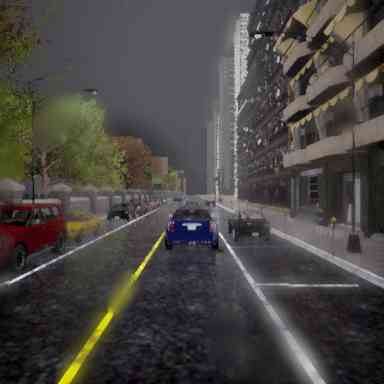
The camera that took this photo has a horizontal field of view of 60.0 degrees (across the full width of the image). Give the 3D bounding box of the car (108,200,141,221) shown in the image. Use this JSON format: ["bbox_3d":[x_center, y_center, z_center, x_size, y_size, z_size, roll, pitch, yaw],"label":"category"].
[{"bbox_3d":[-5.688,1.570,27.356,1.947,1.339,4.313,0,0,0],"label":"car"}]

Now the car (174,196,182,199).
[{"bbox_3d":[-3.001,1.589,70.700,1.895,1.301,4.718,0,0,0],"label":"car"}]

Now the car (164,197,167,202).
[{"bbox_3d":[-5.766,1.578,60.587,2.008,1.369,4.403,0,0,0],"label":"car"}]

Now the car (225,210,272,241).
[{"bbox_3d":[2.693,1.551,16.281,2.008,1.369,4.403,0,0,0],"label":"car"}]

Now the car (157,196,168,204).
[{"bbox_3d":[-5.817,1.577,66.127,1.887,1.381,4.507,0,0,0],"label":"car"}]

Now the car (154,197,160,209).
[{"bbox_3d":[-5.688,1.539,43.802,1.752,1.417,4.829,0,0,0],"label":"car"}]

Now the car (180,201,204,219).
[{"bbox_3d":[0.000,1.579,29.650,1.994,1.385,4.181,0,0,0],"label":"car"}]

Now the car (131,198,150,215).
[{"bbox_3d":[-5.687,1.447,32.895,1.967,1.590,4.097,0,0,0],"label":"car"}]

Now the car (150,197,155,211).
[{"bbox_3d":[-5.688,1.592,38.434,1.802,1.307,4.206,0,0,0],"label":"car"}]

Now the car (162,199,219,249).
[{"bbox_3d":[0.000,1.367,14.620,2.097,1.767,4.553,0,0,0],"label":"car"}]

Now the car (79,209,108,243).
[{"bbox_3d":[-5.688,1.525,16.109,1.752,1.417,4.829,0,0,0],"label":"car"}]

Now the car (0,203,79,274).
[{"bbox_3d":[-5.687,1.313,10.740,2.192,1.841,5.009,0,0,0],"label":"car"}]

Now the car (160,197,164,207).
[{"bbox_3d":[-5.688,1.458,49.511,1.967,1.590,4.097,0,0,0],"label":"car"}]
